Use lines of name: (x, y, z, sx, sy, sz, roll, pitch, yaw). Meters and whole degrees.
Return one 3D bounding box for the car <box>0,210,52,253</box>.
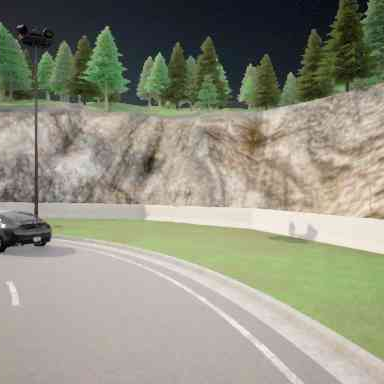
car: (-7.835, 1.515, 13.676, 4.892, 1.490, 1.837, 0, 0, 32)
